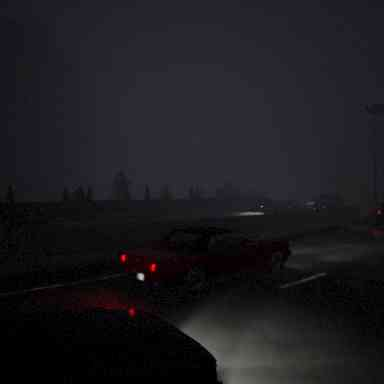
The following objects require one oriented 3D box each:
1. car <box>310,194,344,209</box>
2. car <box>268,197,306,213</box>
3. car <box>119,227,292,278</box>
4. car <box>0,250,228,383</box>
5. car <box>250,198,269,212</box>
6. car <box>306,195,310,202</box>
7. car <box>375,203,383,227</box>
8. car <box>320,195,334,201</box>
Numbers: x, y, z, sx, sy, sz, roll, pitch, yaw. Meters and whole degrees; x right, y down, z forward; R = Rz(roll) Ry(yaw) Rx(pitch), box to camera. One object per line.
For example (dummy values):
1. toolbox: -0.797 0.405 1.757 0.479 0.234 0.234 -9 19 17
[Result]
1. car: 14.228 1.173 34.334 2.150 2.045 5.566 0 0 34
2. car: 9.908 1.490 34.296 1.812 1.442 4.674 0 0 35
3. car: 0.572 1.600 8.845 4.718 1.301 1.895 0 0 -39
4. car: -2.287 1.557 2.214 5.357 1.411 2.033 0 0 -36
5. car: 8.263 1.476 38.048 1.837 1.490 4.892 0 0 34
6. car: 25.934 1.314 72.588 2.128 1.511 4.902 0 0 10
7. car: 13.514 1.303 21.637 2.097 1.767 4.553 0 0 41
8. car: 29.464 1.292 72.508 1.994 1.385 4.181 0 0 10
